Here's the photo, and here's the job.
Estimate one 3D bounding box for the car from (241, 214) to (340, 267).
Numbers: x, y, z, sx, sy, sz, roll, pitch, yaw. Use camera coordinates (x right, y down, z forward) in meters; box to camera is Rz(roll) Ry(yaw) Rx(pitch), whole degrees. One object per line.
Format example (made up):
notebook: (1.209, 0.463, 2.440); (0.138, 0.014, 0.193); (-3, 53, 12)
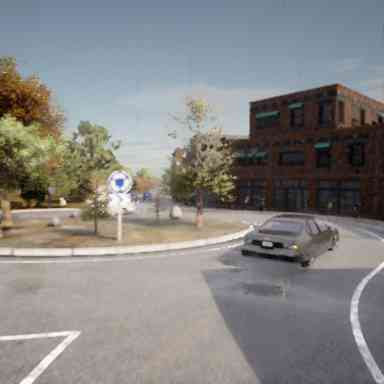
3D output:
car: (3.577, 1.481, 11.390); (2.033, 1.411, 5.357); (2, 2, 35)

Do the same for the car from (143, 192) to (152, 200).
car: (-10.904, 0.902, 81.693); (2.150, 2.045, 5.566); (0, 1, -6)

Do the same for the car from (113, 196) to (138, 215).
car: (-7.994, 1.436, 32.890); (4.674, 1.442, 1.812); (1, 1, -6)

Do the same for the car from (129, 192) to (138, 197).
car: (-13.858, 1.005, 78.655); (2.150, 2.045, 5.566); (0, 1, -6)
